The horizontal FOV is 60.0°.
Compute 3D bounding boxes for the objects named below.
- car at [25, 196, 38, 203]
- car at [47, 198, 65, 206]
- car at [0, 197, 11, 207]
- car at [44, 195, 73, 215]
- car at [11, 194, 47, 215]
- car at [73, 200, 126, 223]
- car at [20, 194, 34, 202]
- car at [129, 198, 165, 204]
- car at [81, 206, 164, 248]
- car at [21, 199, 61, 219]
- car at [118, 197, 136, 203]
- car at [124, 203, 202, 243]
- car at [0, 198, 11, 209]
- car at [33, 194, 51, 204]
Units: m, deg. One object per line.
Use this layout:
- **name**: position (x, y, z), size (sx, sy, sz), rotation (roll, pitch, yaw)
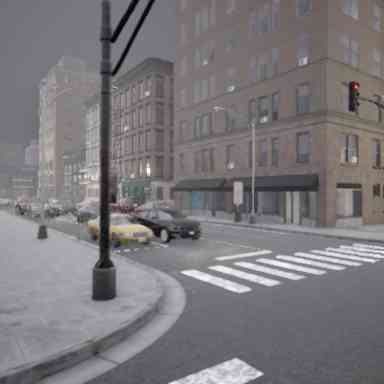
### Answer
- **car**: position (-36.555, 1.680, 75.513), size (1.947, 1.339, 4.313), rotation (0, 0, -36)
- **car**: position (-23.368, 1.673, 57.101), size (2.008, 1.369, 4.403), rotation (0, 0, -36)
- **car**: position (-29.793, 1.592, 52.290), size (1.752, 1.417, 4.829), rotation (0, 0, -36)
- **car**: position (-12.635, 1.449, 32.715), size (2.097, 1.767, 4.553), rotation (0, 0, -35)
- **car**: position (-16.704, 1.391, 34.017), size (2.192, 1.841, 5.009), rotation (0, 0, -36)
- **car**: position (-7.021, 1.604, 24.851), size (1.837, 1.490, 4.892), rotation (0, 0, -36)
- **car**: position (-39.851, 1.428, 80.117), size (2.192, 1.841, 5.009), rotation (0, 0, -36)
- **car**: position (-3.587, 1.576, 29.482), size (1.967, 1.590, 4.097), rotation (0, 0, -36)
- **car**: position (-3.419, 1.612, 15.465), size (1.752, 1.417, 4.829), rotation (0, 0, -36)
- **car**: position (-13.409, 1.629, 29.413), size (2.008, 1.369, 4.403), rotation (0, 0, -36)
- **car**: position (-6.883, 1.449, 34.086), size (2.192, 1.841, 5.009), rotation (0, 0, -36)
- **car**: position (-1.454, 1.581, 17.084), size (1.882, 1.535, 5.008), rotation (0, 0, -35)
- **car**: position (-26.596, 1.651, 47.825), size (1.802, 1.307, 4.206), rotation (0, 0, -36)
- **car**: position (-29.960, 1.433, 66.307), size (2.192, 1.841, 5.009), rotation (0, 0, -36)
